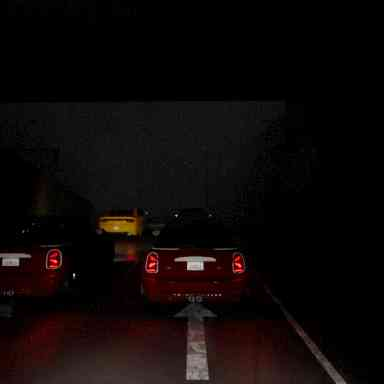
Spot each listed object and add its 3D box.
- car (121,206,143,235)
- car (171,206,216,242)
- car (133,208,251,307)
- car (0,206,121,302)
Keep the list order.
[{"bbox_3d":[-3.431,1.478,17.529,1.882,1.535,5.008,0,0,0],"label":"car"},{"bbox_3d":[0.070,1.547,17.639,2.033,1.411,5.357,0,0,0],"label":"car"},{"bbox_3d":[0.067,1.352,8.113,2.097,1.767,4.553,0,0,0],"label":"car"},{"bbox_3d":[-3.428,1.352,8.440,2.097,1.767,4.553,0,0,0],"label":"car"}]
